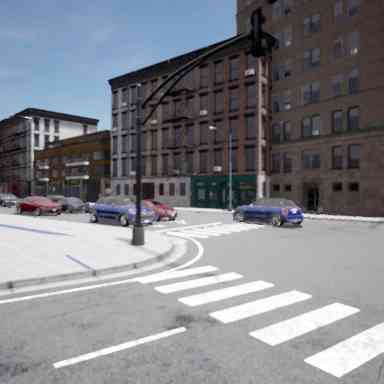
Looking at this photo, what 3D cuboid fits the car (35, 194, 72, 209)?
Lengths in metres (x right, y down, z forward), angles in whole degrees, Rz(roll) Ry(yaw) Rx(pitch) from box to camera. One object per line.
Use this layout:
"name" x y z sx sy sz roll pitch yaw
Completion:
"car" -16.271 1.042 38.876 5.008 1.535 1.882 1 0 40

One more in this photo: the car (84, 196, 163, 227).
"car" -4.357 1.094 20.761 4.553 1.767 2.097 1 0 39

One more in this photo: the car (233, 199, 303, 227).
"car" 4.825 1.203 21.743 2.097 1.767 4.553 0 0 -39

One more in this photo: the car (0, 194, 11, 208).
"car" -21.508 0.998 38.787 4.902 1.511 2.128 1 0 41

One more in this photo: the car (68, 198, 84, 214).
"car" -10.931 1.205 30.087 4.181 1.385 1.994 1 0 39

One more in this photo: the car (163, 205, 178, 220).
"car" -3.148 1.274 24.011 4.674 1.442 1.812 1 0 38

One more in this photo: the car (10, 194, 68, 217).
"car" -12.558 1.108 27.220 5.008 1.535 1.882 1 0 39
